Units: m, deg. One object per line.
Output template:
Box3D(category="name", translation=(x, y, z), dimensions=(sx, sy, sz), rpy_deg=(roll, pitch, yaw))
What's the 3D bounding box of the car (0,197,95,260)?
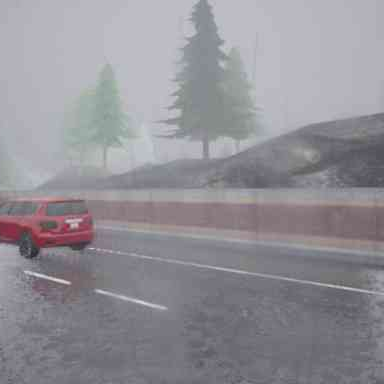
Box3D(category="car", translation=(-6.076, 1.212, 12.744), dimensions=(5.566, 2.045, 2.150), rpy_deg=(0, 0, 37))
